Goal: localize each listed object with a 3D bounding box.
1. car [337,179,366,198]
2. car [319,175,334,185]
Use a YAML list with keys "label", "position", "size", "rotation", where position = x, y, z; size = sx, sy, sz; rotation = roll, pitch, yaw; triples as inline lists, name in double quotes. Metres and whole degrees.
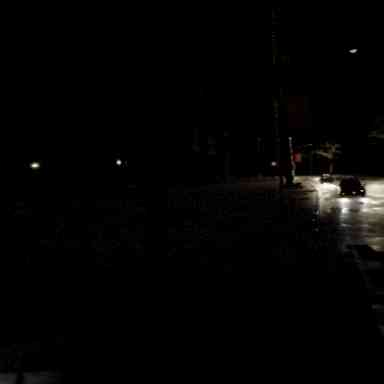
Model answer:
- label: "car"
  position: [13.374, -0.320, 28.055]
  size: [1.837, 1.490, 4.892]
  rotation: [-1, 3, 20]
- label: "car"
  position: [22.261, -2.118, 55.100]
  size: [2.128, 1.511, 4.902]
  rotation: [-1, 3, 16]
